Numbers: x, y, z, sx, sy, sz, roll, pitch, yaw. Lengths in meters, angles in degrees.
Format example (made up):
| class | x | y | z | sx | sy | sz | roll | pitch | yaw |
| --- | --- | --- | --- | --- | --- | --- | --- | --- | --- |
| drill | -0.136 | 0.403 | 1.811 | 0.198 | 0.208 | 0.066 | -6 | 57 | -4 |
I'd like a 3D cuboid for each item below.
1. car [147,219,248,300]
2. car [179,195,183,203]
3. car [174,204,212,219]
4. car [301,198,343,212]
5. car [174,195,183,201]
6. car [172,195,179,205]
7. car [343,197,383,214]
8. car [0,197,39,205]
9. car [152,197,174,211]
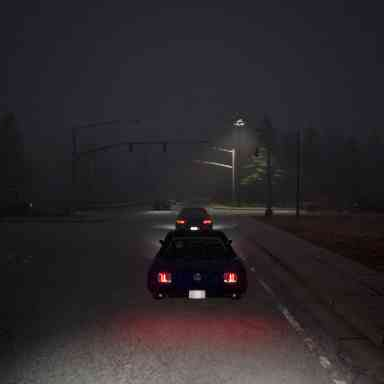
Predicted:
| class | x | y | z | sx | sy | sz | roll | pitch | yaw |
| --- | --- | --- | --- | --- | --- | --- | --- | --- | --- |
| car | 0.099 | 1.596 | 8.341 | 1.895 | 1.301 | 4.718 | 0 | 0 | 0 |
| car | -3.491 | 1.518 | 68.865 | 1.994 | 1.385 | 4.181 | 0 | 0 | 0 |
| car | 0.099 | 1.511 | 17.396 | 1.812 | 1.442 | 4.674 | 0 | 0 | 0 |
| car | 15.150 | 1.473 | 38.126 | 5.008 | 1.535 | 1.882 | 0 | 0 | 1 |
| car | -3.283 | 1.490 | 80.038 | 1.994 | 1.385 | 4.181 | 0 | 0 | 1 |
| car | -3.595 | 1.489 | 55.610 | 1.812 | 1.442 | 4.674 | 0 | 0 | 0 |
| car | 18.661 | 1.348 | 34.350 | 4.553 | 1.767 | 2.097 | 0 | 0 | 1 |
| car | -18.343 | 1.363 | 35.028 | 4.553 | 1.767 | 2.097 | 0 | 0 | 1 |
| car | -3.605 | 1.553 | 40.002 | 1.994 | 1.385 | 4.181 | 0 | 0 | 0 |
